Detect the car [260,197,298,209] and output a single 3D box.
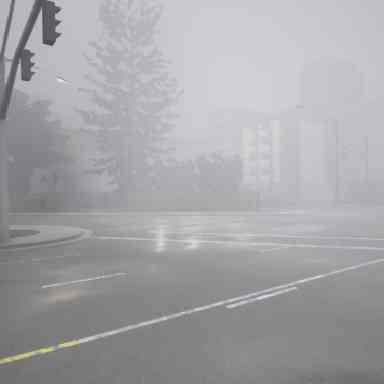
[{"bbox_3d":[9.547,1.193,37.665,1.895,1.301,4.718,-1,1,-35],"label":"car"}]
